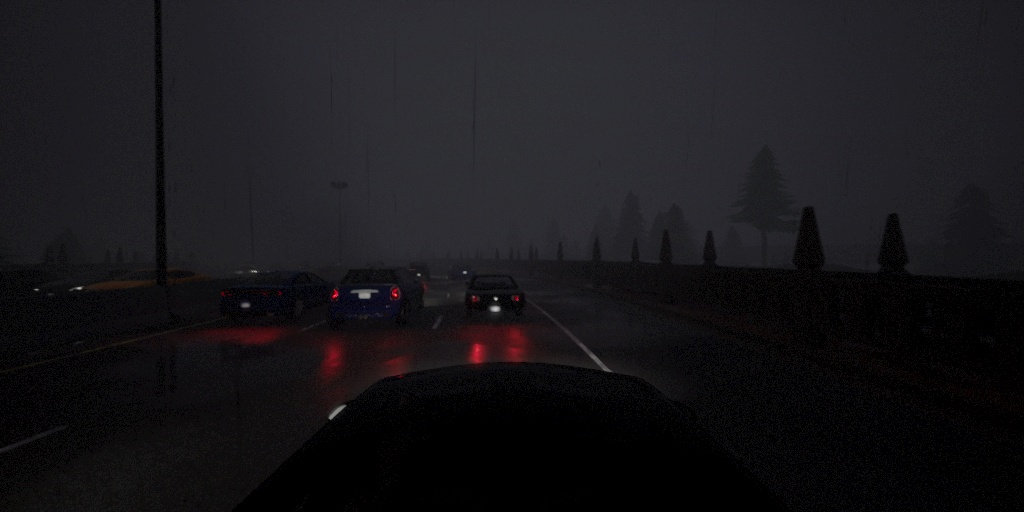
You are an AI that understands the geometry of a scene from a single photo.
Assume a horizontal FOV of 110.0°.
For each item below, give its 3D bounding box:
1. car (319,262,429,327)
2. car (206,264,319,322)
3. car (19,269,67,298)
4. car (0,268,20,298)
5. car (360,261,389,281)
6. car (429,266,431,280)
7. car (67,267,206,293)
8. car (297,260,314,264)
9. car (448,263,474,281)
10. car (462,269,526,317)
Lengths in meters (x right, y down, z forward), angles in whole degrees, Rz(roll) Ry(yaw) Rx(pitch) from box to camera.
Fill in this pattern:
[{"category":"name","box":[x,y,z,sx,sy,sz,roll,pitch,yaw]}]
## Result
[{"category":"car","box":[-4.192,1.089,11.772,2.097,1.767,4.553,0,0,-6]},{"category":"car","box":[-7.761,1.230,12.529,1.882,1.535,5.008,0,0,-7]},{"category":"car","box":[-19.197,1.330,16.822,1.812,1.442,4.674,0,0,-11]},{"category":"car","box":[-22.544,1.328,15.663,1.837,1.490,4.892,0,0,-11]},{"category":"car","box":[-11.979,1.236,31.477,2.128,1.511,4.902,0,0,-18]},{"category":"car","box":[-7.915,1.224,30.239,1.837,1.490,4.892,0,0,-16]},{"category":"car","box":[-15.430,1.262,15.544,1.882,1.535,5.008,0,0,-10]},{"category":"car","box":[-31.294,1.396,54.166,1.837,1.490,4.892,0,0,-34]},{"category":"car","box":[-4.232,1.261,30.041,1.994,1.385,4.181,0,0,-16]},{"category":"car","box":[-0.758,1.319,13.104,1.895,1.301,4.718,0,0,-7]}]
